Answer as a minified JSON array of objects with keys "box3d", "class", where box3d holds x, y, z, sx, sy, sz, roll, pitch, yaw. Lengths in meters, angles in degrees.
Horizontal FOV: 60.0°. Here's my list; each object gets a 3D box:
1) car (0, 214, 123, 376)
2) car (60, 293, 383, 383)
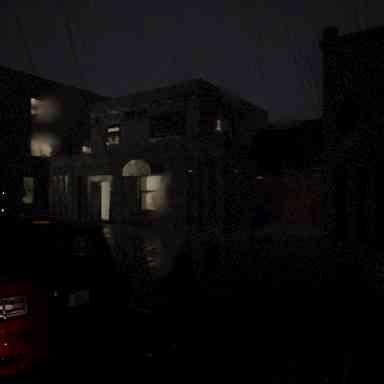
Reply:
[{"box3d":[-3.233,1.275,5.185,5.009,1.841,2.192,1,0,35],"class":"car"},{"box3d":[1.274,1.582,1.969,4.206,1.307,1.802,1,0,35],"class":"car"}]
